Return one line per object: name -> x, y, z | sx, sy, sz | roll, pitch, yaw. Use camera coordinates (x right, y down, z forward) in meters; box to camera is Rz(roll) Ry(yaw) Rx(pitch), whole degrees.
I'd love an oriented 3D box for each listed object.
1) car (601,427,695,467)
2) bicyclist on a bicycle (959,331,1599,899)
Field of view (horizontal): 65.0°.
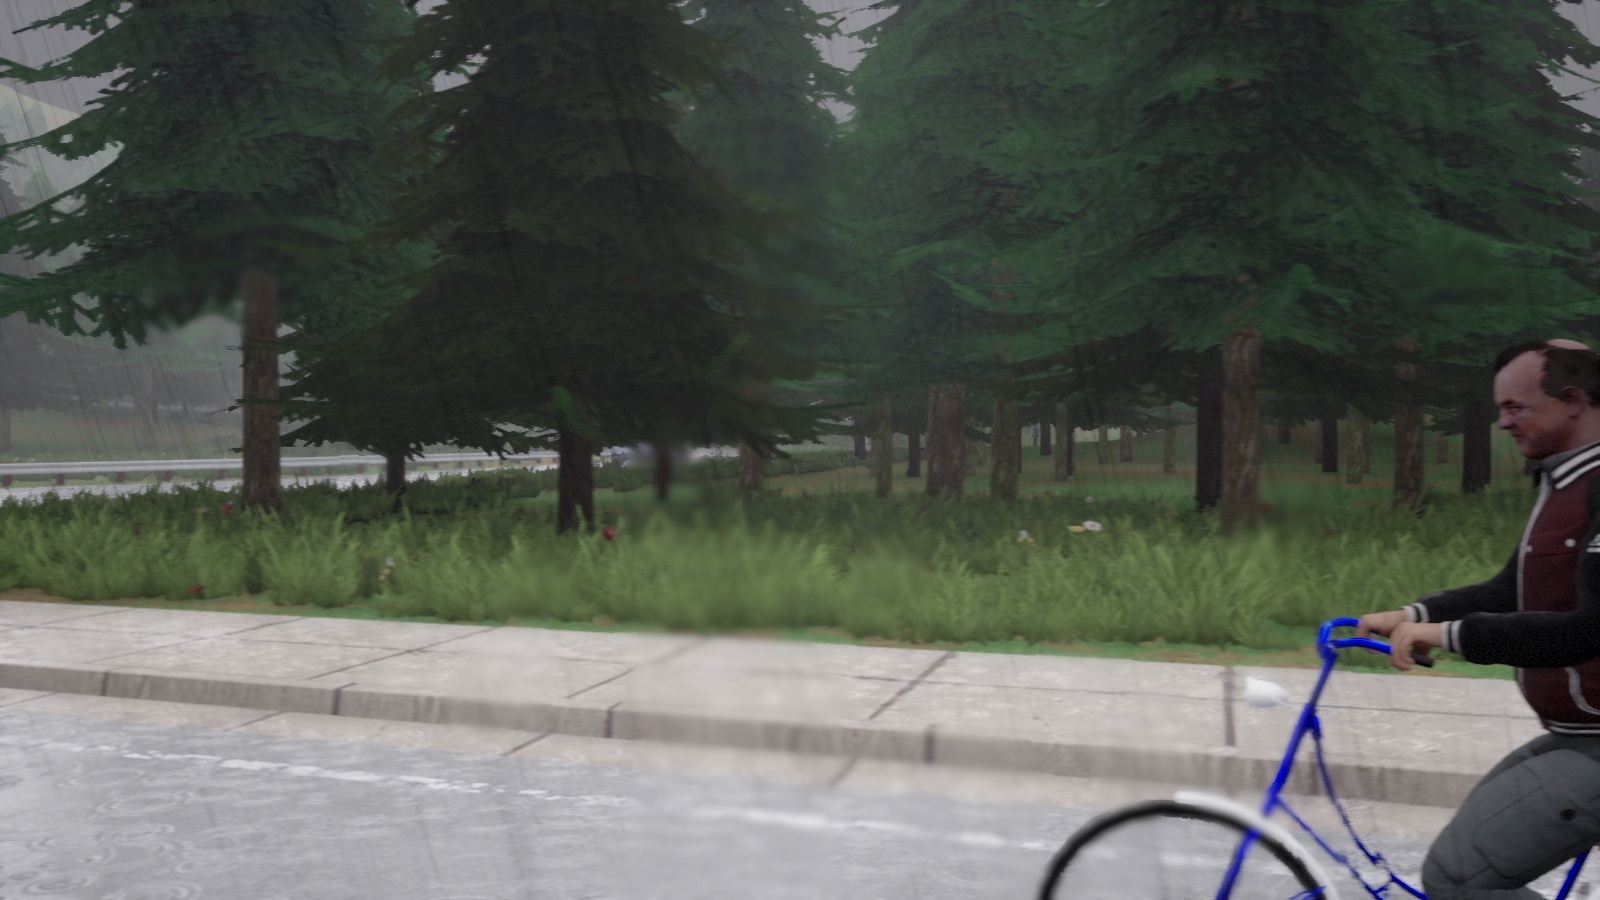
car -> -6.442, -0.157, 53.889 | 2.033, 1.649, 4.856 | 1, 1, 20
bicyclist on a bicycle -> 1.328, 0.658, 2.745 | 1.843, 1.776, 0.659 | 1, 1, 19
